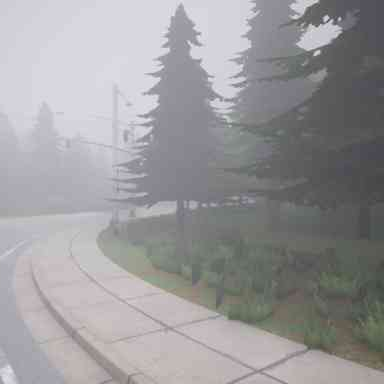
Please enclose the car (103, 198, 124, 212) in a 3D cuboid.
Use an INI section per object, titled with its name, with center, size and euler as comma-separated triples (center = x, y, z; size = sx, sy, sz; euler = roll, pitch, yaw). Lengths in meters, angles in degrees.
[car]
center = -8.152, 1.466, 38.473
size = 2.128, 1.511, 4.902
euler = 0, 0, 27
